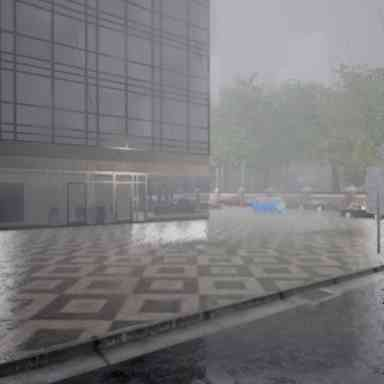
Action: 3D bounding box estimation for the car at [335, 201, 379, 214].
[{"bbox_3d":[18.839,1.728,38.095,1.802,1.307,4.206,-1,0,-35],"label":"car"}]

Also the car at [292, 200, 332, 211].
[{"bbox_3d":[15.656,1.723,42.612,2.008,1.369,4.403,-1,0,-35],"label":"car"}]

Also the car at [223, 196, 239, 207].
[{"bbox_3d":[6.106,1.539,56.161,2.192,1.841,5.009,0,0,-35],"label":"car"}]

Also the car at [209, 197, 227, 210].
[{"bbox_3d":[2.327,1.791,46.725,1.887,1.381,4.507,-1,0,-35],"label":"car"}]

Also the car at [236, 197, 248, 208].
[{"bbox_3d":[9.290,1.793,51.645,1.802,1.307,4.206,0,0,-35],"label":"car"}]

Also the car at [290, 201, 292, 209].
[{"bbox_3d":[12.472,1.760,47.127,1.947,1.339,4.313,-1,0,-35],"label":"car"}]

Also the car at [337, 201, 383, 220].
[{"bbox_3d":[15.059,1.700,28.659,2.008,1.369,4.403,-1,0,-35],"label":"car"}]

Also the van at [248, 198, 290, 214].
[{"bbox_3d":[8.691,1.549,37.691,1.690,1.788,3.998,-1,0,-35],"label":"van"}]
